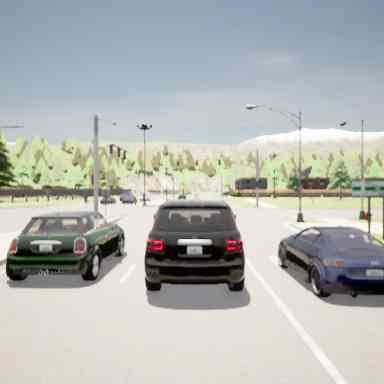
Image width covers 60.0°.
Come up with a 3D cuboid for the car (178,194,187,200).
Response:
[{"bbox_3d":[-2.384,1.149,83.452,2.128,1.511,4.902,0,0,1],"label":"car"}]

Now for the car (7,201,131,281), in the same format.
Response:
[{"bbox_3d":[-3.417,1.327,9.945,2.097,1.767,4.553,0,0,0],"label":"car"}]

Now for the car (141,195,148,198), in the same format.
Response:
[{"bbox_3d":[-10.569,1.334,72.586,1.812,1.442,4.674,0,0,1],"label":"car"}]

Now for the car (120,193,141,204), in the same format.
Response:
[{"bbox_3d":[-10.864,1.401,58.291,2.033,1.411,5.357,0,0,1],"label":"car"}]

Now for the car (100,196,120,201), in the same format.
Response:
[{"bbox_3d":[-14.392,1.420,57.204,1.994,1.385,4.181,0,0,1],"label":"car"}]

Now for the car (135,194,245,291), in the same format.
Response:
[{"bbox_3d":[0.075,1.199,9.049,2.150,2.045,5.566,0,0,1],"label":"car"}]

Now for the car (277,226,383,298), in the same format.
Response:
[{"bbox_3d":[3.578,1.542,8.504,1.994,1.385,4.181,0,0,0],"label":"car"}]

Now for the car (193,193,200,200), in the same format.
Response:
[{"bbox_3d":[1.116,1.102,83.395,1.882,1.535,5.008,0,0,1],"label":"car"}]
